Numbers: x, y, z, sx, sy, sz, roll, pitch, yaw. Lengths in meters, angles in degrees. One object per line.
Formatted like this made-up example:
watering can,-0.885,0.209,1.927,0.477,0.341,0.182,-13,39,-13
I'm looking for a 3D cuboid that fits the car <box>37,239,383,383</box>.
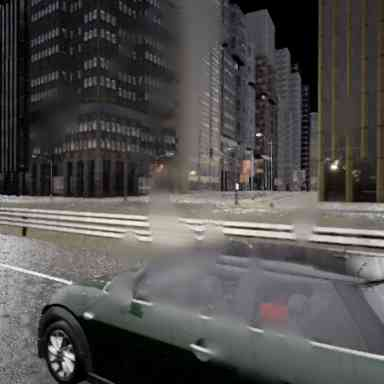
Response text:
car,0.228,1.348,3.838,4.553,1.767,2.097,0,0,35
